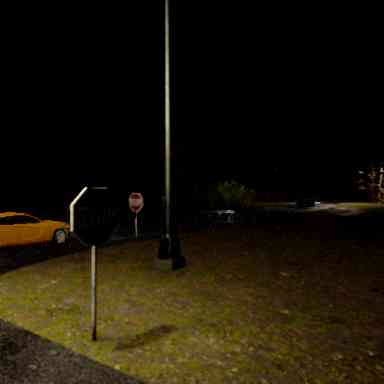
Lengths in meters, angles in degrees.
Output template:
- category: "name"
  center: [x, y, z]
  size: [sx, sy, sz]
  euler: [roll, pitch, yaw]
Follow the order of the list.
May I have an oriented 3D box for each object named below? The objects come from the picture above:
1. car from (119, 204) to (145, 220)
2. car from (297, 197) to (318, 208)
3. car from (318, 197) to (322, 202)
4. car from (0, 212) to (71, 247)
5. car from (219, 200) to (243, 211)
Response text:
- category: "car"
  center: [-6.408, 1.771, 28.817]
  size: [2.033, 1.411, 5.357]
  euler: [0, 0, 34]
- category: "car"
  center: [18.096, 1.770, 52.915]
  size: [1.882, 1.535, 5.008]
  euler: [0, 0, 32]
- category: "car"
  center: [32.539, 1.921, 86.923]
  size: [1.812, 1.442, 4.674]
  euler: [0, 0, 34]
- category: "car"
  center: [-7.675, 1.615, 14.341]
  size: [1.882, 1.535, 5.008]
  euler: [0, -1, 34]
- category: "car"
  center: [5.545, 1.833, 46.645]
  size: [1.812, 1.442, 4.674]
  euler: [0, 0, 34]
